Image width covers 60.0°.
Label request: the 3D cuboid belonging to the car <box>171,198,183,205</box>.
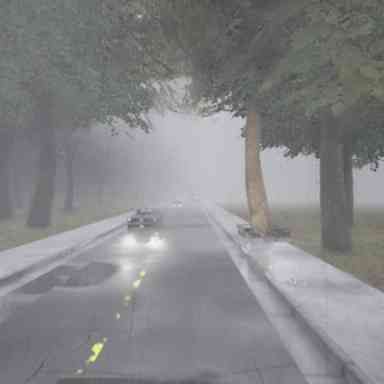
[{"bbox_3d":[-2.772,1.761,62.558,1.994,1.385,4.181,0,0,1],"label":"car"}]

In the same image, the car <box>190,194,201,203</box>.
[{"bbox_3d":[0.967,1.766,75.344,1.812,1.442,4.674,0,0,0],"label":"car"}]

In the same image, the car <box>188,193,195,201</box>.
[{"bbox_3d":[0.006,1.380,93.360,2.150,2.045,5.566,0,0,0],"label":"car"}]

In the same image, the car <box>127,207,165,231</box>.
[{"bbox_3d":[-2.848,1.668,21.137,1.895,1.301,4.718,0,0,0],"label":"car"}]
